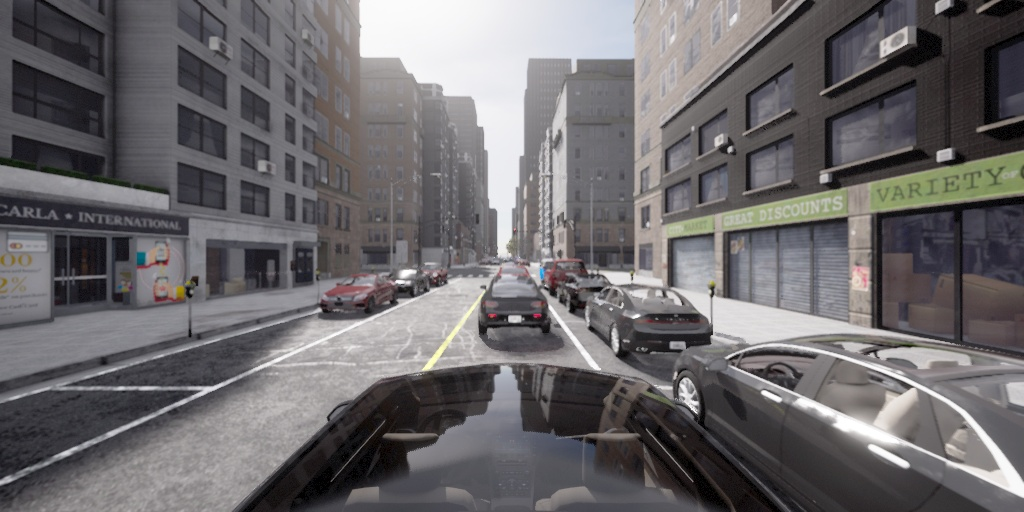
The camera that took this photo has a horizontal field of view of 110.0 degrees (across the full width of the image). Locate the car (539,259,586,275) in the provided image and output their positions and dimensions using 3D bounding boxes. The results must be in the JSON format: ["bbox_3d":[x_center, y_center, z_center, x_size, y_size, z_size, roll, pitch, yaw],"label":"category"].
[{"bbox_3d":[2.831,1.075,19.402,2.192,1.841,5.009,0,0,0],"label":"car"}]

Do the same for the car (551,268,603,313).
[{"bbox_3d":[2.839,1.323,13.878,1.948,1.339,4.313,0,0,0],"label":"car"}]

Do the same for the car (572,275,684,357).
[{"bbox_3d":[2.848,1.304,8.355,2.007,1.370,4.403,0,0,0],"label":"car"}]

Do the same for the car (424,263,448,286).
[{"bbox_3d":[-5.704,1.205,24.907,1.967,1.591,4.097,0,0,0],"label":"car"}]

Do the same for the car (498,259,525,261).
[{"bbox_3d":[0.020,1.272,29.105,1.837,1.490,4.892,0,0,2],"label":"car"}]

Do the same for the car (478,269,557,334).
[{"bbox_3d":[0.032,1.281,10.521,1.812,1.442,4.674,0,0,-1],"label":"car"}]

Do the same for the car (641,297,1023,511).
[{"bbox_3d":[2.857,1.301,2.831,2.007,1.370,4.403,0,0,0],"label":"car"}]

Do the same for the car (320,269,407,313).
[{"bbox_3d":[-5.687,1.340,13.857,1.802,1.307,4.207,0,0,0],"label":"car"}]

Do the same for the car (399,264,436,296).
[{"bbox_3d":[-5.695,1.327,19.382,1.948,1.339,4.313,0,0,0],"label":"car"}]

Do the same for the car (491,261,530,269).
[{"bbox_3d":[0.071,1.238,18.933,1.882,1.535,5.008,0,0,0],"label":"car"}]
